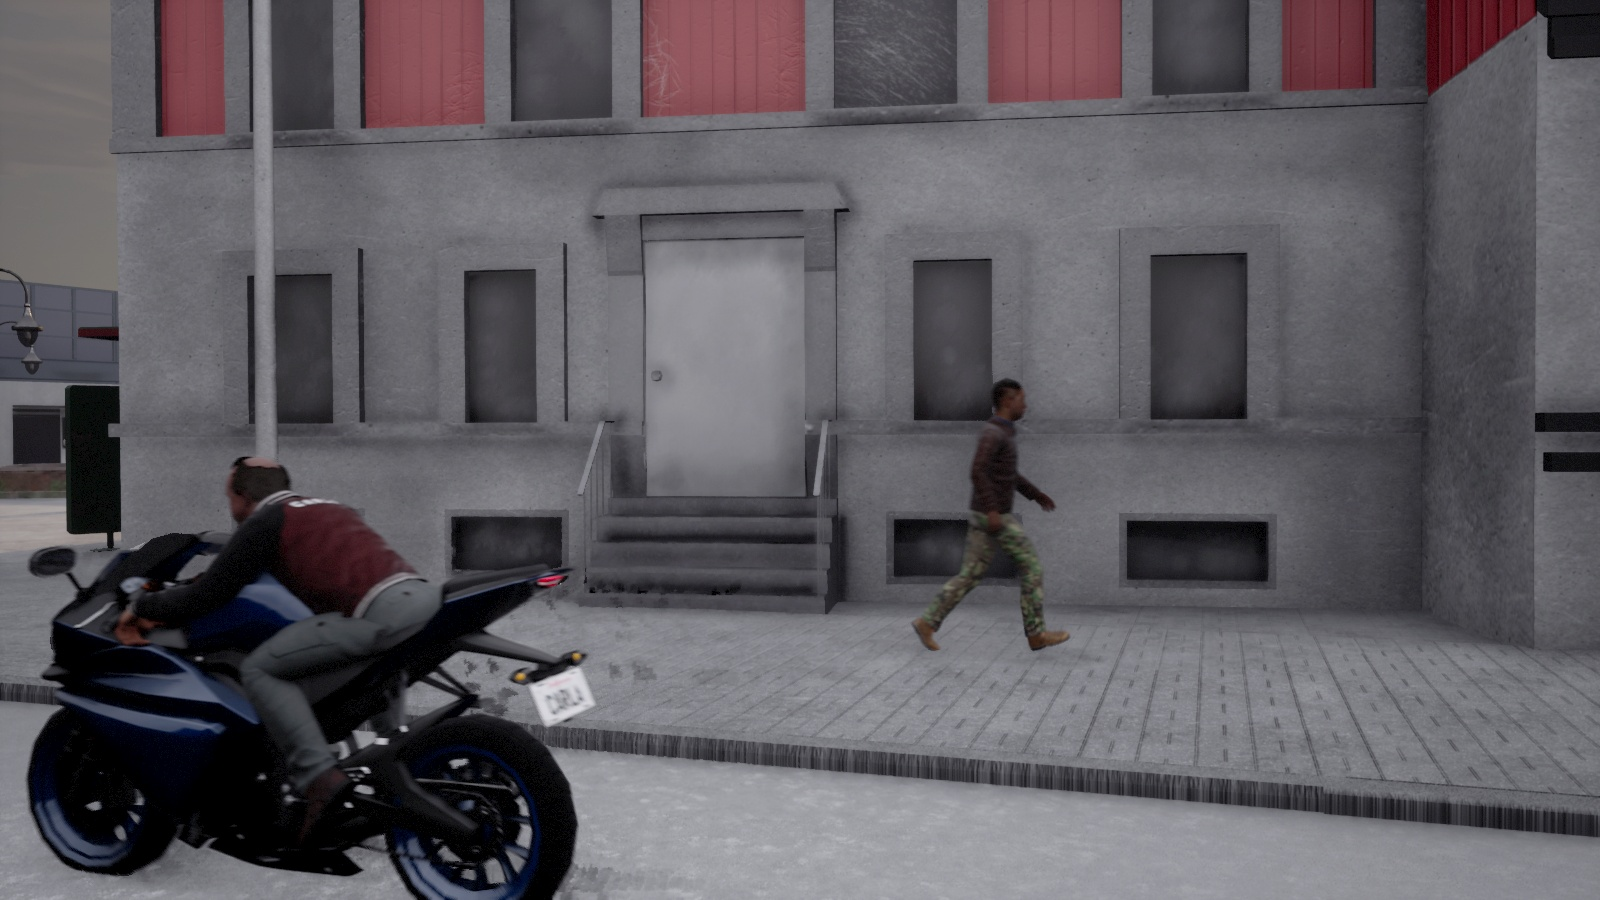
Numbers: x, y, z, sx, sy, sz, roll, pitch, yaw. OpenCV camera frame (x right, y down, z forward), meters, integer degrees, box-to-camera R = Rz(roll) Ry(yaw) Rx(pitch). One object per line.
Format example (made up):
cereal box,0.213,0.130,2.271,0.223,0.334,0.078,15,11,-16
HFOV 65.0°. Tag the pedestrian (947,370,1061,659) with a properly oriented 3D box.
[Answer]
pedestrian,1.326,0.409,8.250,0.703,1.840,0.431,0,1,6

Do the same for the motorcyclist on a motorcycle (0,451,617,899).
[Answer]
motorcyclist on a motorcycle,-1.812,0.786,4.295,2.191,1.530,0.866,1,1,18
